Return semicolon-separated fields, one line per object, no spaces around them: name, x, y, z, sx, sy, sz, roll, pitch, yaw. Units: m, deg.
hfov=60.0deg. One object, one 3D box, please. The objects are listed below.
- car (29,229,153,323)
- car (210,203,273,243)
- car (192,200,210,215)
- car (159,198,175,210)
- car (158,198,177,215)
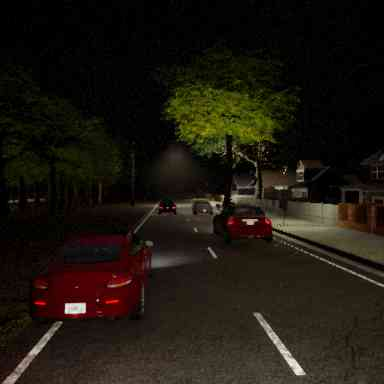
car;-1.859;1.526;7.129;1.812;1.442;4.674;0;0;-4
car;2.321;1.357;16.271;2.097;1.767;4.553;0;0;-4
car;1.033;1.556;34.172;1.812;1.442;4.674;0;0;-4
car;-3.378;1.572;45.404;2.033;1.411;5.357;0;0;-4
car;-2.544;1.578;34.782;2.033;1.411;5.357;0;0;-4
